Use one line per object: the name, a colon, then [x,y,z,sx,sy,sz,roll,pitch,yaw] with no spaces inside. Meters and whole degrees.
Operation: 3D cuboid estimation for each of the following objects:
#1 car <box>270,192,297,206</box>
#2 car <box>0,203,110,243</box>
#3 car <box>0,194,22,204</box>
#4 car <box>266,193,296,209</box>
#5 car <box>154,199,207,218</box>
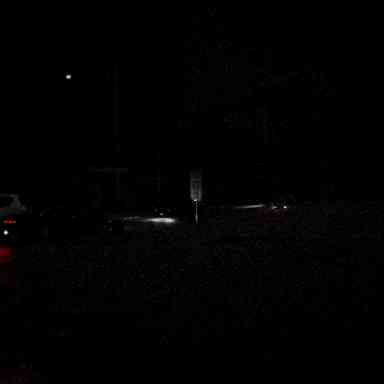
car: [12.897,0.985,46.661,2.097,1.767,4.553,-1,-1,36]
car: [-5.977,1.330,15.215,1.837,1.490,4.892,-1,0,35]
car: [-10.146,1.140,14.458,2.150,2.045,5.566,-1,1,35]
car: [10.007,1.084,37.675,2.128,1.511,4.902,-1,-1,35]
car: [-0.802,1.289,27.571,2.033,1.411,5.357,-1,0,35]
